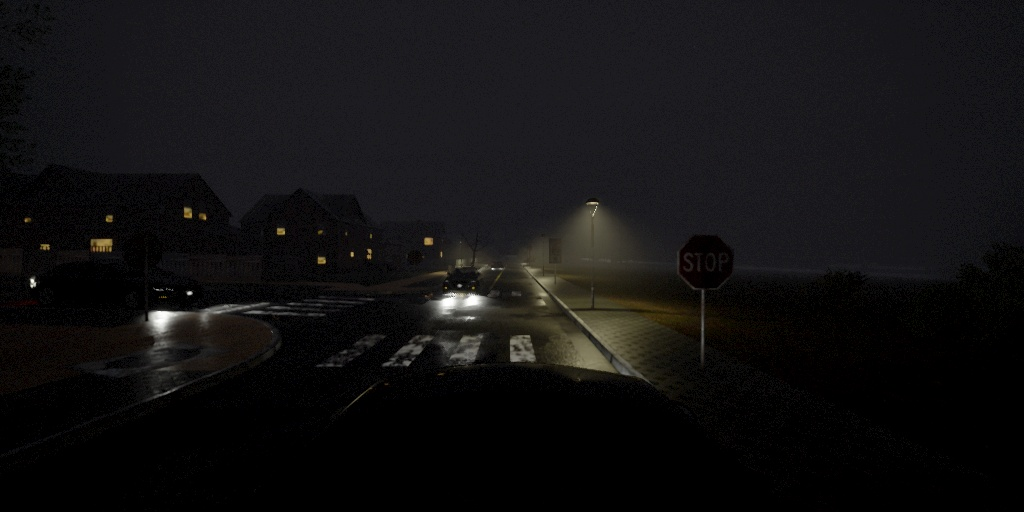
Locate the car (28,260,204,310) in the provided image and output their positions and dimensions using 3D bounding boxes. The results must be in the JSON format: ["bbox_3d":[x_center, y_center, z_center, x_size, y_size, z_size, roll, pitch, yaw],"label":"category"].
[{"bbox_3d":[-13.136,0.913,12.053,4.892,1.490,1.837,2,0,3],"label":"car"}]

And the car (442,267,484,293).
[{"bbox_3d":[-2.708,1.337,20.523,1.994,1.385,4.181,0,0,0],"label":"car"}]

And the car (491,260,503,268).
[{"bbox_3d":[-2.613,1.368,62.270,1.994,1.385,4.181,0,0,0],"label":"car"}]
